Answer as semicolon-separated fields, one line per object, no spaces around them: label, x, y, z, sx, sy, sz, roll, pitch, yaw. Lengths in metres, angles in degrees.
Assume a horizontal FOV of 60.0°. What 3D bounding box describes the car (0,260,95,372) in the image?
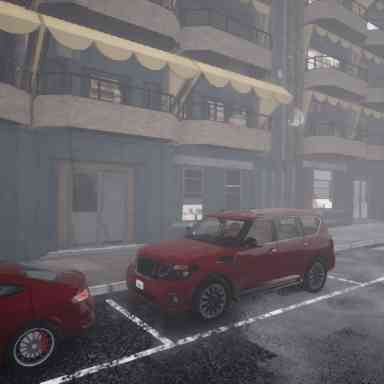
car;-3.374;1.582;4.137;4.206;1.307;1.802;0;1;-35

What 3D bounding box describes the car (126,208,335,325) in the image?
car;1.124;1.318;7.341;5.009;1.841;2.192;0;1;-35
